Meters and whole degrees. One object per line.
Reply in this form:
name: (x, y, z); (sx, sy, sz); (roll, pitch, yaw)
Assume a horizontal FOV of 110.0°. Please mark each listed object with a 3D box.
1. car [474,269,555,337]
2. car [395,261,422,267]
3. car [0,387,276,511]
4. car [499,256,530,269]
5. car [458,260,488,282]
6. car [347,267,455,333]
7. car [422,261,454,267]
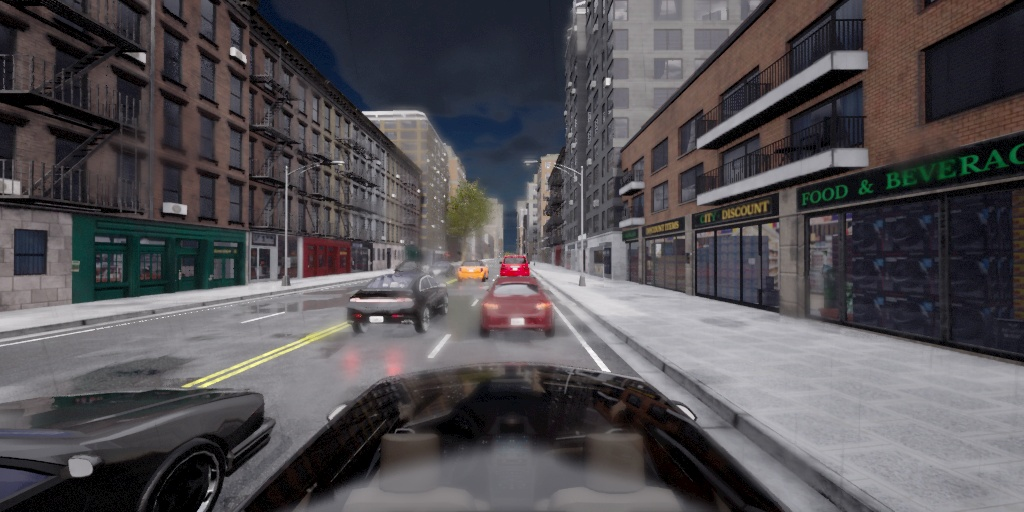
car: (0.131, 1.278, 10.159); (1.812, 1.442, 4.674); (0, 0, 0)
car: (-9.721, 1.274, 34.011); (1.837, 1.490, 4.892); (0, 0, 0)
car: (-3.160, 1.297, 0.852); (2.033, 1.411, 5.357); (0, 0, 1)
car: (0.206, 0.984, 27.257); (2.150, 2.045, 5.566); (0, 0, 0)
car: (-3.041, 1.116, 28.950); (2.097, 1.767, 4.553); (0, 0, 0)
car: (-3.110, 1.244, 10.661); (2.128, 1.511, 4.902); (0, 0, 0)
car: (-6.475, 1.260, 33.232); (2.128, 1.511, 4.902); (0, 0, 0)
